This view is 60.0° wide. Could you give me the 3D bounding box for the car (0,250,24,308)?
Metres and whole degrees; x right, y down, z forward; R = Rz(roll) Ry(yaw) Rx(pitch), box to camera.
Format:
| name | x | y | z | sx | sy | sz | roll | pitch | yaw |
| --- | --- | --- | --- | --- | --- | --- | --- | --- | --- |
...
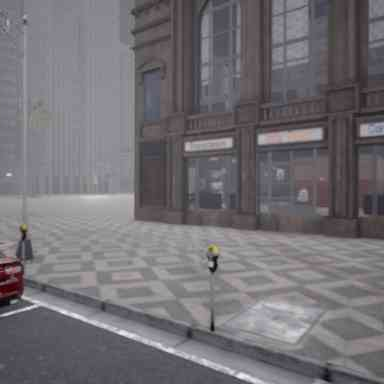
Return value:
| name | x | y | z | sx | sy | sz | roll | pitch | yaw |
| --- | --- | --- | --- | --- | --- | --- | --- | --- | --- |
| car | -5.139 | 1.508 | 6.630 | 4.507 | 1.381 | 1.887 | 0 | 0 | 35 |
